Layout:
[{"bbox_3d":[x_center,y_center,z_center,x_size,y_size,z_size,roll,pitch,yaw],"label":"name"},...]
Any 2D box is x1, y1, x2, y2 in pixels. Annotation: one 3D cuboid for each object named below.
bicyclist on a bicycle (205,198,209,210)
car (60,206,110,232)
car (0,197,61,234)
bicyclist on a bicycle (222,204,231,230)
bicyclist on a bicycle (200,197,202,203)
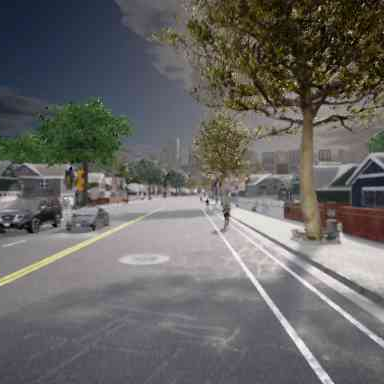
[{"bbox_3d":[2.230,1.711,48.153,0.659,1.776,1.843,0,0,0],"label":"bicyclist on a bicycle"},{"bbox_3d":[-6.609,1.679,21.633,1.812,1.442,4.674,0,0,0],"label":"car"},{"bbox_3d":[-9.859,1.360,20.493,2.150,2.045,5.566,0,0,0],"label":"car"},{"bbox_3d":[2.241,1.607,21.517,0.582,1.620,1.656,0,-1,0],"label":"bicyclist on a bicycle"},{"bbox_3d":[2.215,1.928,82.142,0.659,1.776,1.843,0,0,0],"label":"bicyclist on a bicycle"}]
